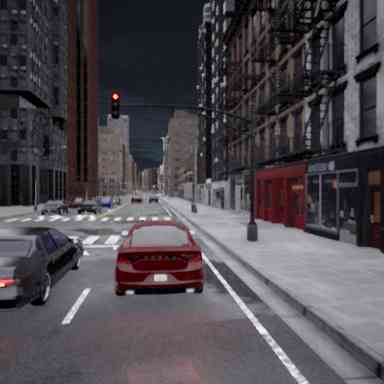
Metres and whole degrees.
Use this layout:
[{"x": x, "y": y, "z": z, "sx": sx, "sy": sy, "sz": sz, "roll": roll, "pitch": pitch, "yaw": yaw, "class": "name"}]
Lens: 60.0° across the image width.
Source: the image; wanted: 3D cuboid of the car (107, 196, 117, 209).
[{"x": -11.872, "y": 1.474, "z": 45.490, "sx": 1.882, "sy": 1.535, "sz": 5.008, "roll": 0, "pitch": 0, "yaw": -7, "class": "car"}]

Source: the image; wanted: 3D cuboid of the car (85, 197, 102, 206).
[{"x": -16.307, "y": 1.598, "z": 55.471, "sx": 1.895, "sy": 1.301, "sz": 4.718, "roll": 0, "pitch": 0, "yaw": -6, "class": "car"}]

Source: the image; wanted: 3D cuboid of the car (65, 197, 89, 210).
[{"x": -14.869, "y": 1.473, "z": 43.129, "sx": 1.882, "sy": 1.535, "sz": 5.008, "roll": 0, "pitch": 0, "yaw": -7, "class": "car"}]

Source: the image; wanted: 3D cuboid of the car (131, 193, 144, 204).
[{"x": -10.817, "y": 1.475, "z": 64.894, "sx": 1.882, "sy": 1.535, "sz": 5.008, "roll": 0, "pitch": 0, "yaw": -7, "class": "car"}]

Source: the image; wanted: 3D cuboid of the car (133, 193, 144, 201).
[{"x": -12.039, "y": 1.185, "z": 75.211, "sx": 2.097, "sy": 1.767, "sz": 4.553, "roll": 0, "pitch": 0, "yaw": -7, "class": "car"}]

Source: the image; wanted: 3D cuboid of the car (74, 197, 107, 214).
[{"x": -10.661, "y": 1.542, "z": 35.109, "sx": 2.033, "sy": 1.411, "sz": 5.357, "roll": 0, "pitch": 0, "yaw": -7, "class": "car"}]

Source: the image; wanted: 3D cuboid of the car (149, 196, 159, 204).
[{"x": -7.495, "y": 1.503, "z": 65.321, "sx": 1.837, "sy": 1.490, "sz": 4.892, "roll": 0, "pitch": 0, "yaw": -7, "class": "car"}]

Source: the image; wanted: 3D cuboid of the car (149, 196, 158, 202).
[{"x": -8.814, "y": 1.538, "z": 75.616, "sx": 2.033, "sy": 1.411, "sz": 5.357, "roll": 0, "pitch": 0, "yaw": -7, "class": "car"}]

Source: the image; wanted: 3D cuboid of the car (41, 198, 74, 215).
[{"x": -13.771, "y": 1.499, "z": 33.756, "sx": 1.837, "sy": 1.490, "sz": 4.892, "roll": 0, "pitch": 0, "yaw": -7, "class": "car"}]

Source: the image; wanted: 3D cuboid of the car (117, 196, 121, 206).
[{"x": -13.170, "y": 1.488, "z": 56.657, "sx": 2.128, "sy": 1.511, "sz": 4.902, "roll": 0, "pitch": 0, "yaw": -6, "class": "car"}]

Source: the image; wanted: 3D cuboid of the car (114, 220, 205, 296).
[{"x": -0.864, "y": 1.474, "z": 8.764, "sx": 1.882, "sy": 1.535, "sz": 5.008, "roll": 0, "pitch": 0, "yaw": -6, "class": "car"}]

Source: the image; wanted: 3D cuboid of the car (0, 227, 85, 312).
[{"x": -3.965, "y": 1.543, "z": 7.877, "sx": 2.033, "sy": 1.411, "sz": 5.357, "roll": 0, "pitch": 0, "yaw": -7, "class": "car"}]
